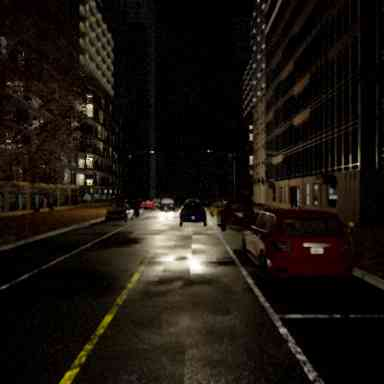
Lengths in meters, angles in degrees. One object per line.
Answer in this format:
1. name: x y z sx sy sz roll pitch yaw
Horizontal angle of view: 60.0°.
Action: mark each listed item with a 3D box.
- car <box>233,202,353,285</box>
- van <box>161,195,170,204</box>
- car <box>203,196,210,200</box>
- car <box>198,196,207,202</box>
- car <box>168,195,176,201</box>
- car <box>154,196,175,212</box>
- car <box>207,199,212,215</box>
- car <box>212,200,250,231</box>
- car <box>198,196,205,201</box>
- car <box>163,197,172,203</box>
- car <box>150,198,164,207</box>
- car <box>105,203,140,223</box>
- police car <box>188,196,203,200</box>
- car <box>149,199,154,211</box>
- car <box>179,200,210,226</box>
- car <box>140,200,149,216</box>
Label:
1. car: 2.684 1.355 9.541 2.192 1.841 5.009 0 0 0
2. van: -5.767 1.606 72.158 1.690 1.788 3.998 0 0 0
3. car: 2.625 1.793 60.770 1.947 1.339 4.313 0 0 0
4. car: 2.601 1.739 83.537 1.967 1.590 4.097 0 0 0
5. car: -5.793 1.773 94.926 1.967 1.590 4.097 0 0 0
6. car: -3.139 1.657 42.300 2.128 1.511 4.902 0 0 0
7. car: 2.657 1.655 32.479 1.752 1.417 4.829 0 0 0
8. car: 2.671 1.401 20.926 2.192 1.841 5.009 0 0 0
9. car: 2.587 1.914 94.921 1.802 1.307 4.206 0 0 0
10. car: -5.774 1.864 77.850 1.802 1.307 4.206 0 0 0
11. car: -5.749 1.760 55.081 2.008 1.369 4.403 0 0 0
12. car: -5.717 1.660 26.620 2.008 1.369 4.403 0 0 0
13. police car: 0.053 1.588 41.726 1.930 1.638 5.238 0 0 0
14. car: -5.736 1.752 43.695 1.802 1.307 4.206 0 0 0
15. car: 0.074 1.577 24.507 1.882 1.535 5.008 0 0 0
16. car: -5.724 1.696 32.312 1.947 1.339 4.313 0 0 0
